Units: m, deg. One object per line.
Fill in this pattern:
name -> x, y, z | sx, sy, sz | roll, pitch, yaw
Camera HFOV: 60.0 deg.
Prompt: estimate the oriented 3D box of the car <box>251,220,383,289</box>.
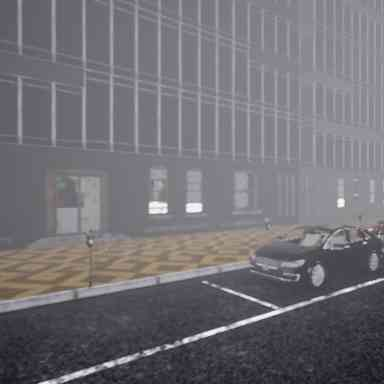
car -> 3.506, 1.561, 9.061 | 4.403, 1.369, 2.008 | 0, 0, -35
